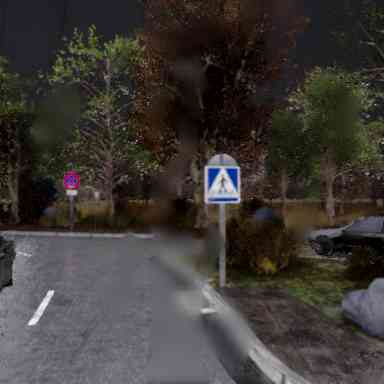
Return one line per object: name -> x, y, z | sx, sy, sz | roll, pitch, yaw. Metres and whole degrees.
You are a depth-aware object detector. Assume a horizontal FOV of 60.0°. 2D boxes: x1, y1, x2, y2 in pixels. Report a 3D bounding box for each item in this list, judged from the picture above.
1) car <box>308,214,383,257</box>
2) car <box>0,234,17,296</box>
car -> 6.262, 1.416, 10.771 | 5.357, 1.411, 2.033 | -3, -2, 41
car -> -4.747, 1.540, 6.553 | 1.882, 1.535, 5.008 | 1, -1, -21
